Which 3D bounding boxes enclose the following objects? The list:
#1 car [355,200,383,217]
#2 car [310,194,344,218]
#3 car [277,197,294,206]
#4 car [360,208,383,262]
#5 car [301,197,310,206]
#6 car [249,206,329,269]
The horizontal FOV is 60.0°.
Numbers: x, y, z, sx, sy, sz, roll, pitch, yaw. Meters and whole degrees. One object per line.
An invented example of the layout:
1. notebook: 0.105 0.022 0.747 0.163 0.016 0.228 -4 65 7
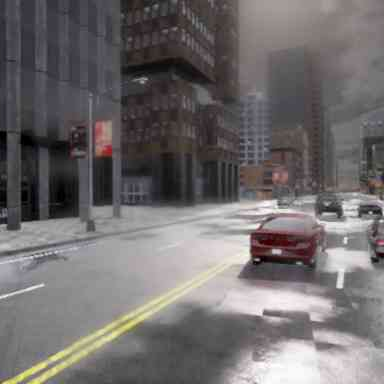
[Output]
1. car: 15.741 1.439 29.535 1.837 1.490 4.892 0 0 26
2. car: 12.316 1.166 29.913 2.150 2.045 5.566 0 0 26
3. car: 13.507 1.439 47.858 1.837 1.490 4.892 0 0 26
4. car: 7.079 1.519 11.463 2.033 1.411 5.357 0 0 26
5. car: 16.338 1.450 46.246 1.812 1.442 4.674 0 0 26
6. car: 3.396 1.462 11.335 1.882 1.535 5.008 0 0 26
